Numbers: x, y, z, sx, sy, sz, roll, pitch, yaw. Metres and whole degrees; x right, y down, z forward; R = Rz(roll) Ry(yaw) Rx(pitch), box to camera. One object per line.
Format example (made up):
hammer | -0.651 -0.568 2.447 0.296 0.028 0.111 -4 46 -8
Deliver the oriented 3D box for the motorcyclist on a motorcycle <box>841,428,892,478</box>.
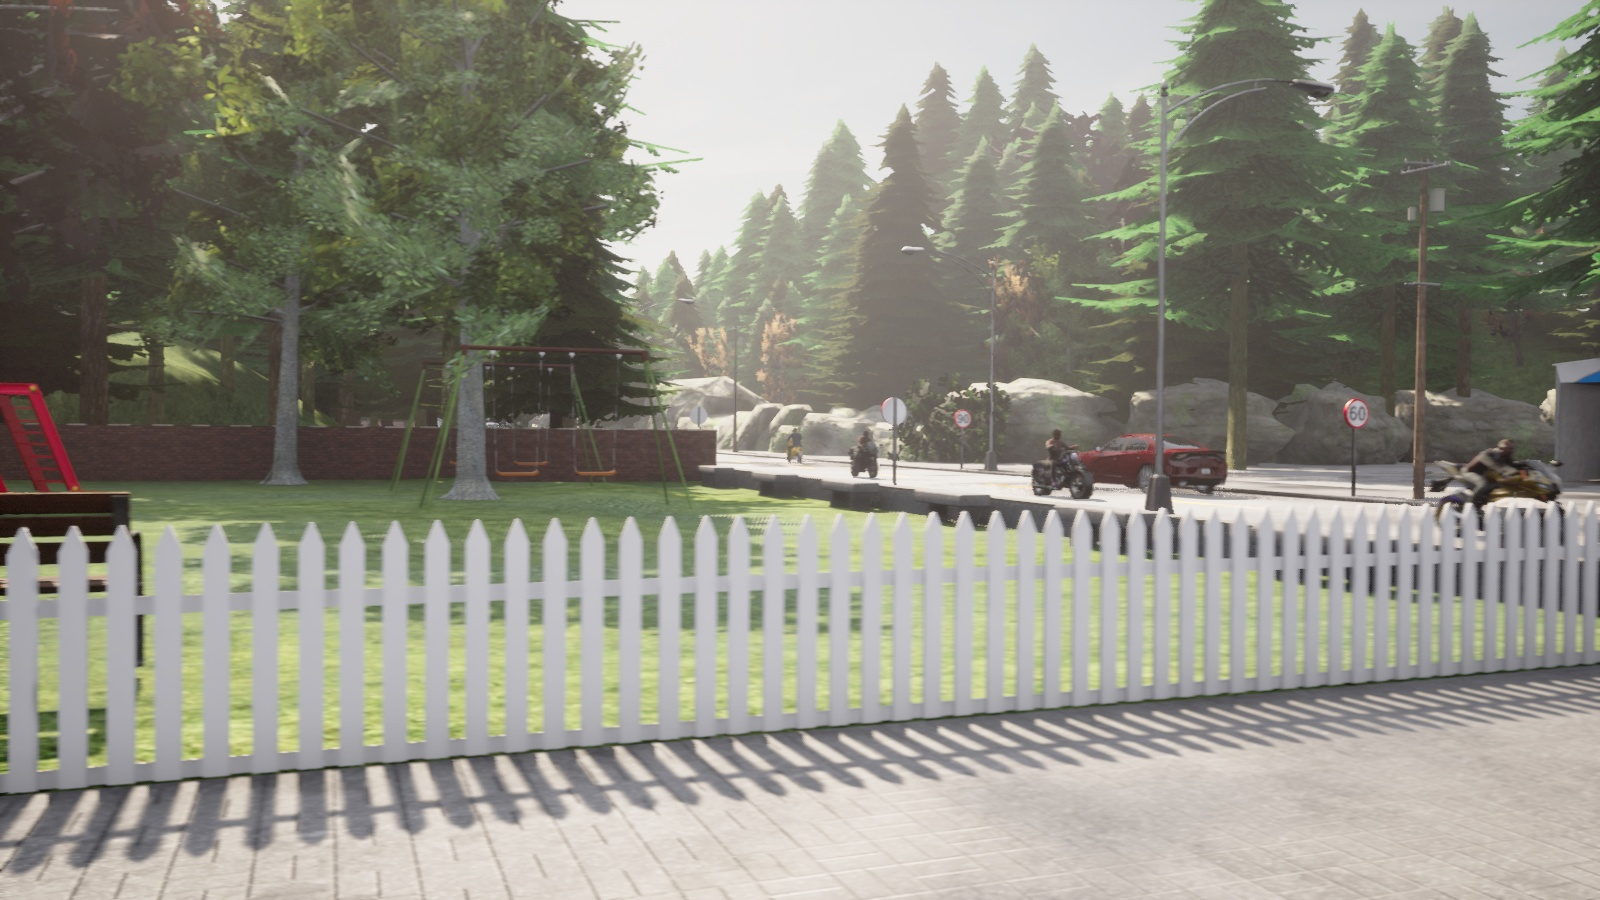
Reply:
motorcyclist on a motorcycle | 2.067 0.090 39.391 0.797 1.523 2.044 -1 1 -21

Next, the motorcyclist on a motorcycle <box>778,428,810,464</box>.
motorcyclist on a motorcycle | -0.270 -0.203 56.829 0.866 1.590 1.817 -1 1 -21

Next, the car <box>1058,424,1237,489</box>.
car | 8.902 0.115 32.650 1.882 1.535 5.008 -1 1 -21

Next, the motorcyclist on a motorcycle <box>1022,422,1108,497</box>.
motorcyclist on a motorcycle | 6.063 0.187 28.859 0.766 1.649 2.350 -1 1 -21

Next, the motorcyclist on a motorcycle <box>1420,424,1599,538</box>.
motorcyclist on a motorcycle | 10.152 0.402 18.086 0.866 1.530 2.191 -1 1 -21
